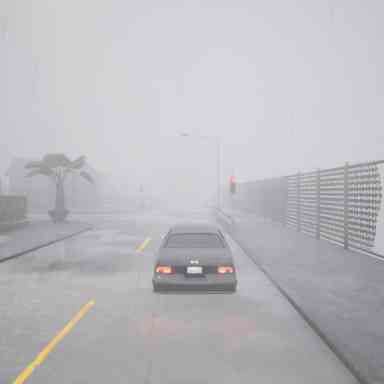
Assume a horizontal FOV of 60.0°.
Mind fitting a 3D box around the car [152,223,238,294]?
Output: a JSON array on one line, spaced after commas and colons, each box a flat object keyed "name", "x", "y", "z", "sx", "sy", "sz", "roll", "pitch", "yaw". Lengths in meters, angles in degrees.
[{"name": "car", "x": 0.070, "y": 1.547, "z": 8.911, "sx": 2.033, "sy": 1.411, "sz": 5.357, "roll": 0, "pitch": 0, "yaw": 1}]

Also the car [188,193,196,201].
[{"name": "car", "x": 0.065, "y": 1.225, "z": 87.015, "sx": 2.150, "sy": 2.045, "sz": 5.566, "roll": 0, "pitch": 0, "yaw": 0}]
